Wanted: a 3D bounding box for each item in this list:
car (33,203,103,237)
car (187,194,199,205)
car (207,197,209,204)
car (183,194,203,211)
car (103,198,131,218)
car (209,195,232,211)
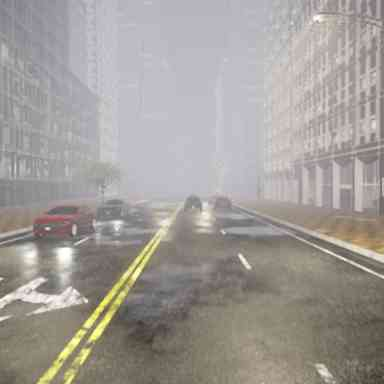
[{"bbox_3d":[-6.546,1.385,17.646,1.882,1.535,5.008,0,0,1],"label":"car"},{"bbox_3d":[0.161,1.119,50.906,1.837,1.490,4.892,0,1,0],"label":"car"},{"bbox_3d":[3.326,1.150,48.060,1.812,1.442,4.674,0,1,0],"label":"car"},{"bbox_3d":[0.152,1.239,35.973,1.837,1.490,4.892,0,0,0],"label":"car"},{"bbox_3d":[-6.464,1.304,28.021,1.882,1.535,5.008,0,0,0],"label":"car"},{"bbox_3d":[3.301,1.193,36.862,1.882,1.535,5.008,0,0,0],"label":"car"}]
